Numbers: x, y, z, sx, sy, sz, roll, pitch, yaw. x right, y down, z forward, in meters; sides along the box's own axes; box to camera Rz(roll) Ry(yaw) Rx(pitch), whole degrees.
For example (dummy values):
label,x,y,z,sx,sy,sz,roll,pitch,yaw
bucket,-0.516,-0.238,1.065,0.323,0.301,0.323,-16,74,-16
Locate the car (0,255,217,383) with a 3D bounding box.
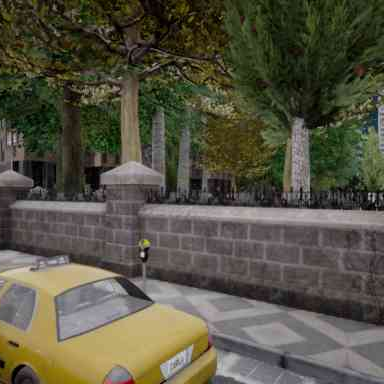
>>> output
label,x,y,z,sx,sy,sz,roll,pitch,yaw
car,-2.014,1.525,4.395,4.829,1.417,1.752,0,0,35
